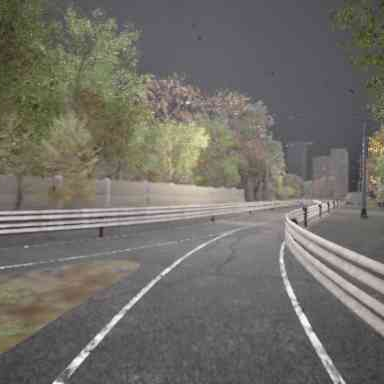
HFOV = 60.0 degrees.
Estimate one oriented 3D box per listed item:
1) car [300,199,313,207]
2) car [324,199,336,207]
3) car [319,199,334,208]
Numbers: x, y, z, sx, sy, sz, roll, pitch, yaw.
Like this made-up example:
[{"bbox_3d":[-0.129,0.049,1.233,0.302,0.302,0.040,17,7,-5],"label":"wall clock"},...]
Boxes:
[{"bbox_3d":[21.202,2.101,61.265,1.812,1.442,4.674,1,0,27],"label":"car"},{"bbox_3d":[28.361,2.233,68.332,1.994,1.385,4.181,1,-1,26],"label":"car"},{"bbox_3d":[23.735,2.106,59.043,2.128,1.511,4.902,1,-1,26],"label":"car"}]
